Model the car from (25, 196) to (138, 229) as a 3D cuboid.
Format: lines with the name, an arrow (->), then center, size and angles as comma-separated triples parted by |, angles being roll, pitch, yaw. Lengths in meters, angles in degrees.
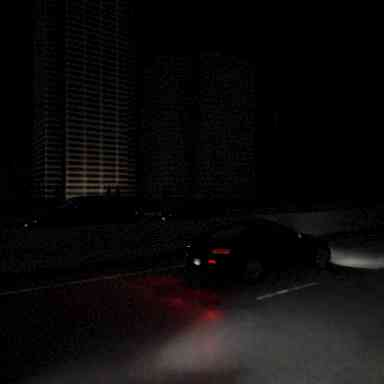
car -> -5.540, 1.222, 17.241 | 5.566, 2.045, 2.150 | 0, 0, -36

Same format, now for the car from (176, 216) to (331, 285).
car -> 1.994, 1.524, 9.481 | 4.674, 1.442, 1.812 | 0, 0, -35

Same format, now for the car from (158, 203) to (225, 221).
car -> 0.087, 1.545, 25.562 | 5.357, 1.411, 2.033 | 0, 0, -36
